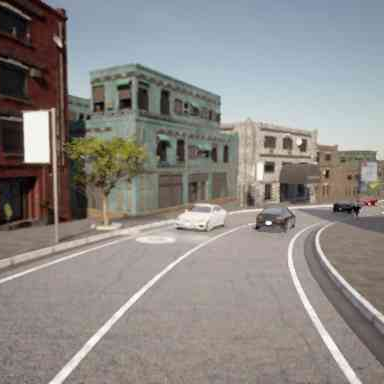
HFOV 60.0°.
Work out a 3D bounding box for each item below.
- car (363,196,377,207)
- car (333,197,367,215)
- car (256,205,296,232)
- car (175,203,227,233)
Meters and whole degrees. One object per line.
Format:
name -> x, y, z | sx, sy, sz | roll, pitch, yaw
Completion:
car -> 27.499, 1.424, 52.335 | 5.008, 1.535, 1.882 | 0, 4, -45
car -> 17.190, 1.624, 36.616 | 1.882, 1.535, 5.008 | 5, 3, 43
car -> 5.230, 1.553, 20.465 | 1.812, 1.442, 4.674 | 3, 1, 25
car -> 0.695, 1.404, 19.317 | 1.812, 1.442, 4.674 | 2, 1, 24
